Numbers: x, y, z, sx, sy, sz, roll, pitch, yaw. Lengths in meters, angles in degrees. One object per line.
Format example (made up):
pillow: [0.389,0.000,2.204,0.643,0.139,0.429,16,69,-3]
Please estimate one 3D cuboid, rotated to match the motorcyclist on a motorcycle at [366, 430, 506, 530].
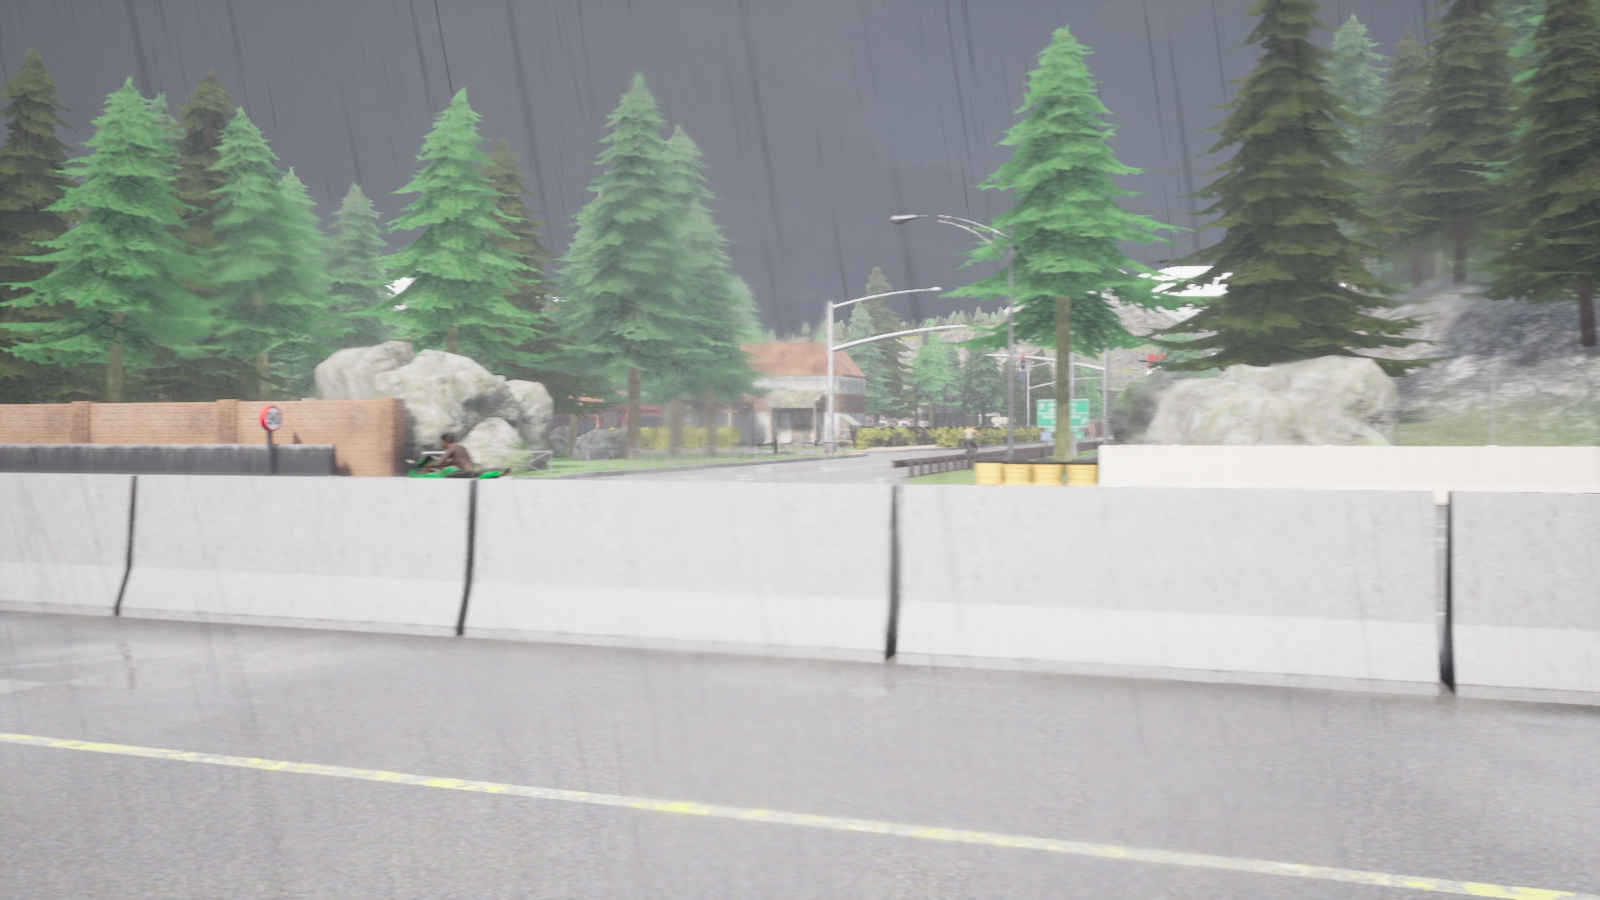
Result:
motorcyclist on a motorcycle: [-5.768,0.443,19.903,2.044,1.523,0.797,1,1,19]
